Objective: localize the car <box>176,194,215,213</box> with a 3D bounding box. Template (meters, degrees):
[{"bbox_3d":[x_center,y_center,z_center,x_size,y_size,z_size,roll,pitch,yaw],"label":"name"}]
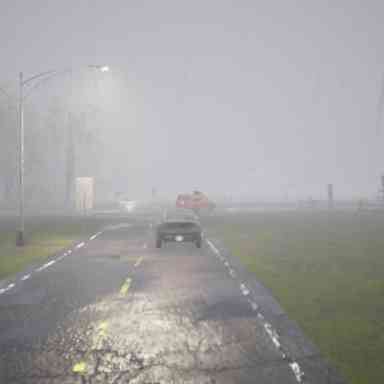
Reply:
[{"bbox_3d":[0.418,1.204,34.634,2.150,2.045,5.566,-2,0,29],"label":"car"}]

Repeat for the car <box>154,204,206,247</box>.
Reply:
[{"bbox_3d":[-0.640,1.501,14.926,1.837,1.490,4.892,0,0,-4],"label":"car"}]

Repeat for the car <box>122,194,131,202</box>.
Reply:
[{"bbox_3d":[-15.167,1.608,77.517,2.033,1.411,5.357,0,0,-12],"label":"car"}]

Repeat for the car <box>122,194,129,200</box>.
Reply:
[{"bbox_3d":[-18.593,1.409,93.288,1.812,1.442,4.674,0,0,-12],"label":"car"}]
